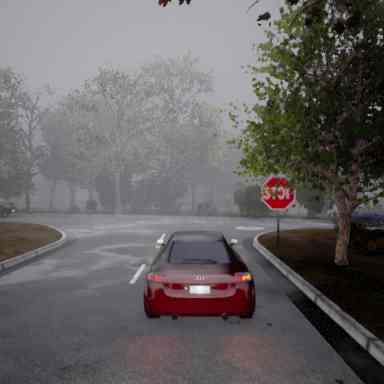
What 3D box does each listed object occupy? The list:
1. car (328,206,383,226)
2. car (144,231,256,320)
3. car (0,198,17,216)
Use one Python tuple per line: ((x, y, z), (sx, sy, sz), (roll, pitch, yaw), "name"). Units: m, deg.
((12.950, 1.821, 25.613), (4.674, 1.442, 1.812), (2, -1, 0), "car")
((0.127, 1.547, 7.403), (1.994, 1.385, 4.181), (0, 0, 0), "car")
((-16.164, 1.144, 25.642), (4.892, 1.490, 1.837), (1, -1, 1), "car")
